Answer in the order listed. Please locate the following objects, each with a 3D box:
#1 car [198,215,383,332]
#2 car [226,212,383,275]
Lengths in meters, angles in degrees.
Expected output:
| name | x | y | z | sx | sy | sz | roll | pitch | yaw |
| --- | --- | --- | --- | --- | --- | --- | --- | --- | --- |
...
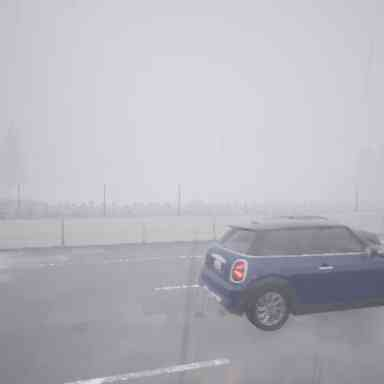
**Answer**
| name | x | y | z | sx | sy | sz | roll | pitch | yaw |
| --- | --- | --- | --- | --- | --- | --- | --- | --- | --- |
| car | 2.507 | 1.358 | 6.756 | 4.553 | 1.767 | 2.097 | 0 | 0 | -17 |
| car | 3.785 | 1.501 | 10.789 | 4.902 | 1.511 | 2.128 | 0 | 0 | -17 |
